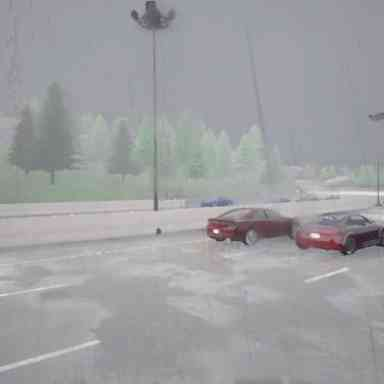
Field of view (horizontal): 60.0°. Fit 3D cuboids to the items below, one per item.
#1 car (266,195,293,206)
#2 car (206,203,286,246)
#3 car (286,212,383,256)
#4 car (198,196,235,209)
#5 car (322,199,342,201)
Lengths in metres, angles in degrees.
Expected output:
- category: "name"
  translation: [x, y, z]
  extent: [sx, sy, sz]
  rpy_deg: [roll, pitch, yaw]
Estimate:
- category: "car"
  translation: [12.672, 1.236, 48.158]
  extent: [1.812, 1.442, 4.674]
  rpy_deg: [0, 0, 43]
- category: "car"
  translation: [2.903, 1.401, 14.896]
  extent: [5.008, 1.535, 1.882]
  rpy_deg: [-1, 0, -39]
- category: "car"
  translation: [5.826, 1.461, 12.779]
  extent: [4.181, 1.385, 1.994]
  rpy_deg: [-1, 0, -39]
- category: "car"
  translation: [3.288, 1.310, 43.458]
  extent: [5.008, 1.535, 1.882]
  rpy_deg: [-1, 1, -43]
- category: "car"
  translation: [18.708, 1.217, 44.396]
  extent: [1.994, 1.385, 4.181]
  rpy_deg: [0, 0, 42]
